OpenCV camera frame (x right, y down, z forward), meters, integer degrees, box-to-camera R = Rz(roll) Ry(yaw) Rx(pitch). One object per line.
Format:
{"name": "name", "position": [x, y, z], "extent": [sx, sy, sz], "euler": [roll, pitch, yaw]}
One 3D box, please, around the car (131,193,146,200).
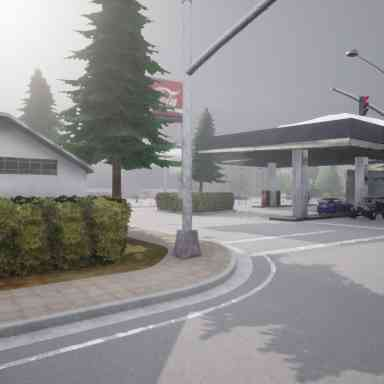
{"name": "car", "position": [-14.005, 1.154, 87.322], "extent": [2.152, 1.636, 5.027], "euler": [0, 0, -36]}

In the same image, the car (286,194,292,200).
{"name": "car", "position": [26.378, 1.330, 84.840], "extent": [2.152, 1.636, 5.027], "euler": [0, 0, -36]}

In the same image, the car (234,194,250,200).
{"name": "car", "position": [12.285, 1.320, 84.055], "extent": [1.845, 1.501, 3.633], "euler": [0, 0, -36]}

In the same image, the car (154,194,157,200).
{"name": "car", "position": [-6.293, 1.097, 71.430], "extent": [1.932, 1.855, 4.605], "euler": [0, 0, -36]}

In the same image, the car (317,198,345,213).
{"name": "car", "position": [15.293, 1.480, 35.350], "extent": [4.611, 1.667, 2.242], "euler": [0, 0, -36]}

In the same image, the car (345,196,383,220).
{"name": "car", "position": [15.127, 1.313, 28.220], "extent": [3.866, 1.878, 1.905], "euler": [0, 0, -36]}

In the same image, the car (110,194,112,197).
{"name": "car", "position": [-17.801, 1.298, 75.424], "extent": [2.007, 1.523, 4.514], "euler": [0, 0, -36]}

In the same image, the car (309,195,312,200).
{"name": "car", "position": [28.881, 1.339, 86.732], "extent": [2.007, 1.523, 4.514], "euler": [0, 0, -36]}
